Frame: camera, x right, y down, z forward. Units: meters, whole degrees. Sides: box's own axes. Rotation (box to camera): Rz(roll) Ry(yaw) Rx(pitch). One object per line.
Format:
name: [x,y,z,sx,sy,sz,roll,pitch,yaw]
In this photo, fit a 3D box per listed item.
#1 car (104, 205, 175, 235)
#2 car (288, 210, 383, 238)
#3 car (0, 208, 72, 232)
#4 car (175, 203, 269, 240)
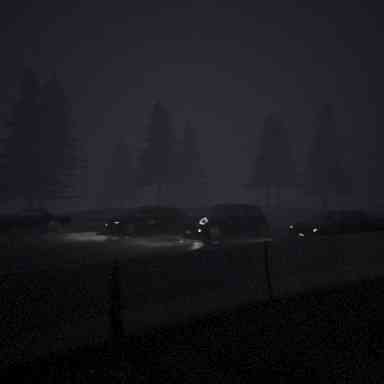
car: [-2.472,1.520,18.892,4.892,1.490,1.837,0,0,-32]
car: [7.355,1.614,16.634,5.357,1.411,2.033,0,0,-29]
car: [-9.362,1.576,18.629,4.718,1.301,1.895,0,0,-34]
car: [1.778,1.389,17.377,4.553,1.767,2.097,0,0,-30]
